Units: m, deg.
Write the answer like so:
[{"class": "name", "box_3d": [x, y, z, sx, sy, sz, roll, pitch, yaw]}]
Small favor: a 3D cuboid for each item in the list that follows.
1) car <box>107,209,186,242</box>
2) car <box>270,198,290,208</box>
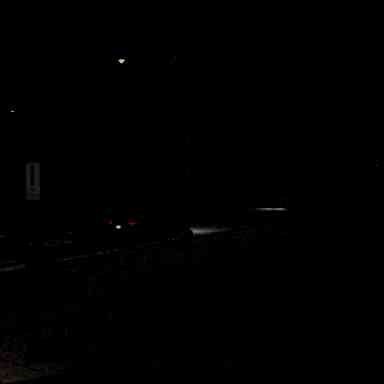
[{"class": "car", "box_3d": [-2.107, 1.533, 16.431, 1.994, 1.385, 4.181, -1, 0, 35]}, {"class": "car", "box_3d": [13.068, 1.615, 49.095, 1.812, 1.442, 4.674, -1, -1, 35]}]
